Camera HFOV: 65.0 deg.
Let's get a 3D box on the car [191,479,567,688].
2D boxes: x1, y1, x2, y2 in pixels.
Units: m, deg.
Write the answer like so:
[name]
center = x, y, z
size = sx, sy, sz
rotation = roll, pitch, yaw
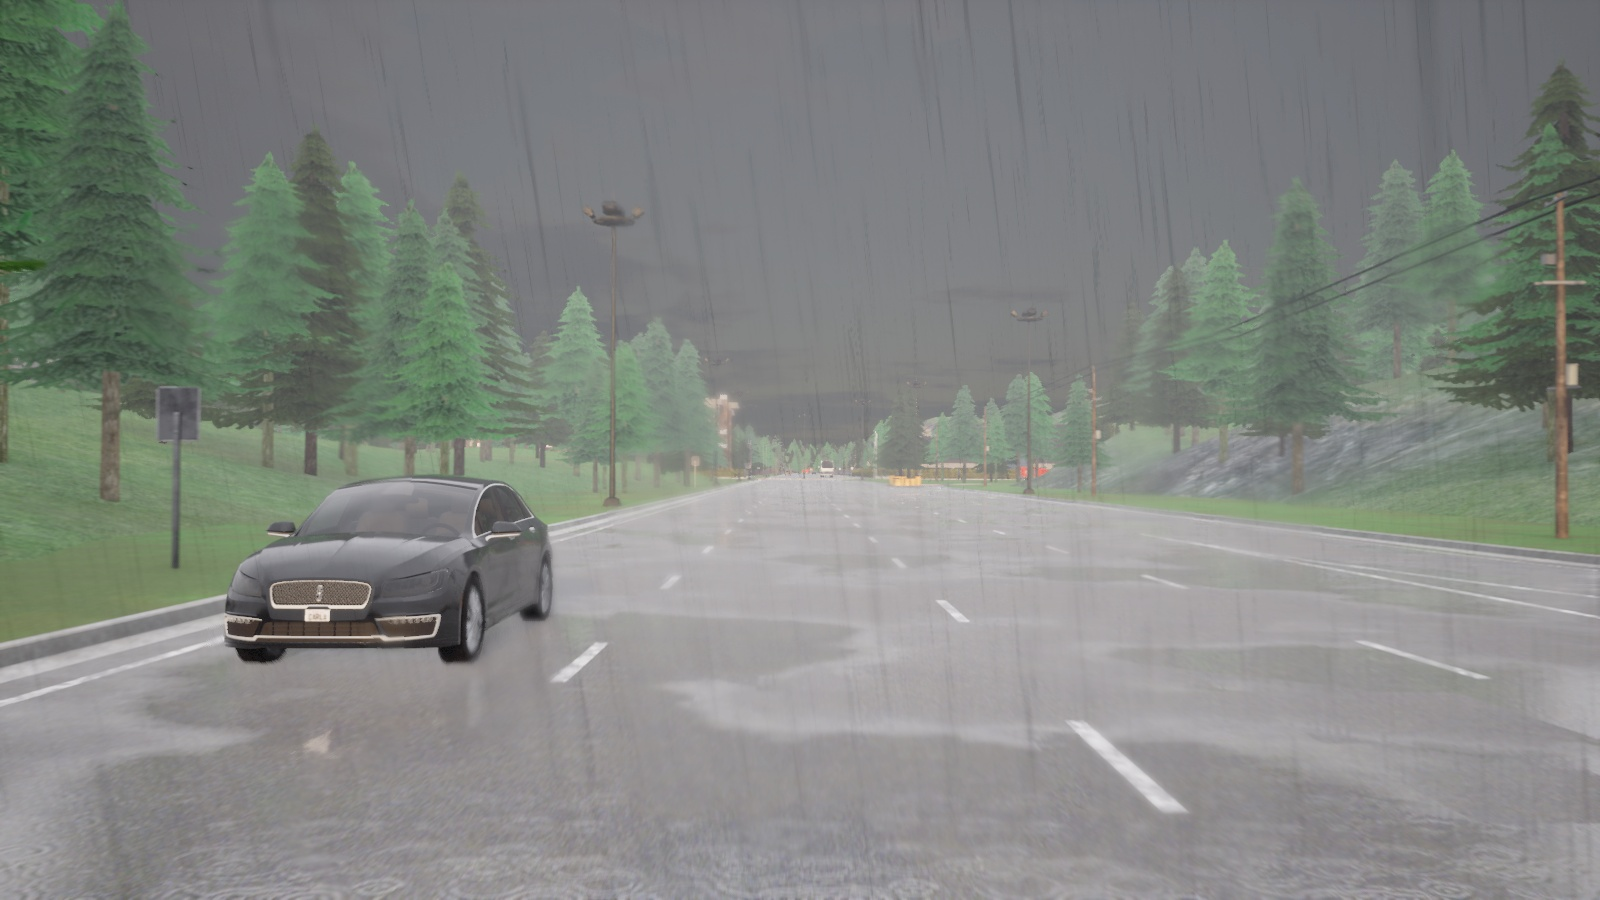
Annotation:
[car]
center = -3.527, 1.028, 11.610
size = 1.837, 1.490, 4.892
rotation = 0, -1, 0
